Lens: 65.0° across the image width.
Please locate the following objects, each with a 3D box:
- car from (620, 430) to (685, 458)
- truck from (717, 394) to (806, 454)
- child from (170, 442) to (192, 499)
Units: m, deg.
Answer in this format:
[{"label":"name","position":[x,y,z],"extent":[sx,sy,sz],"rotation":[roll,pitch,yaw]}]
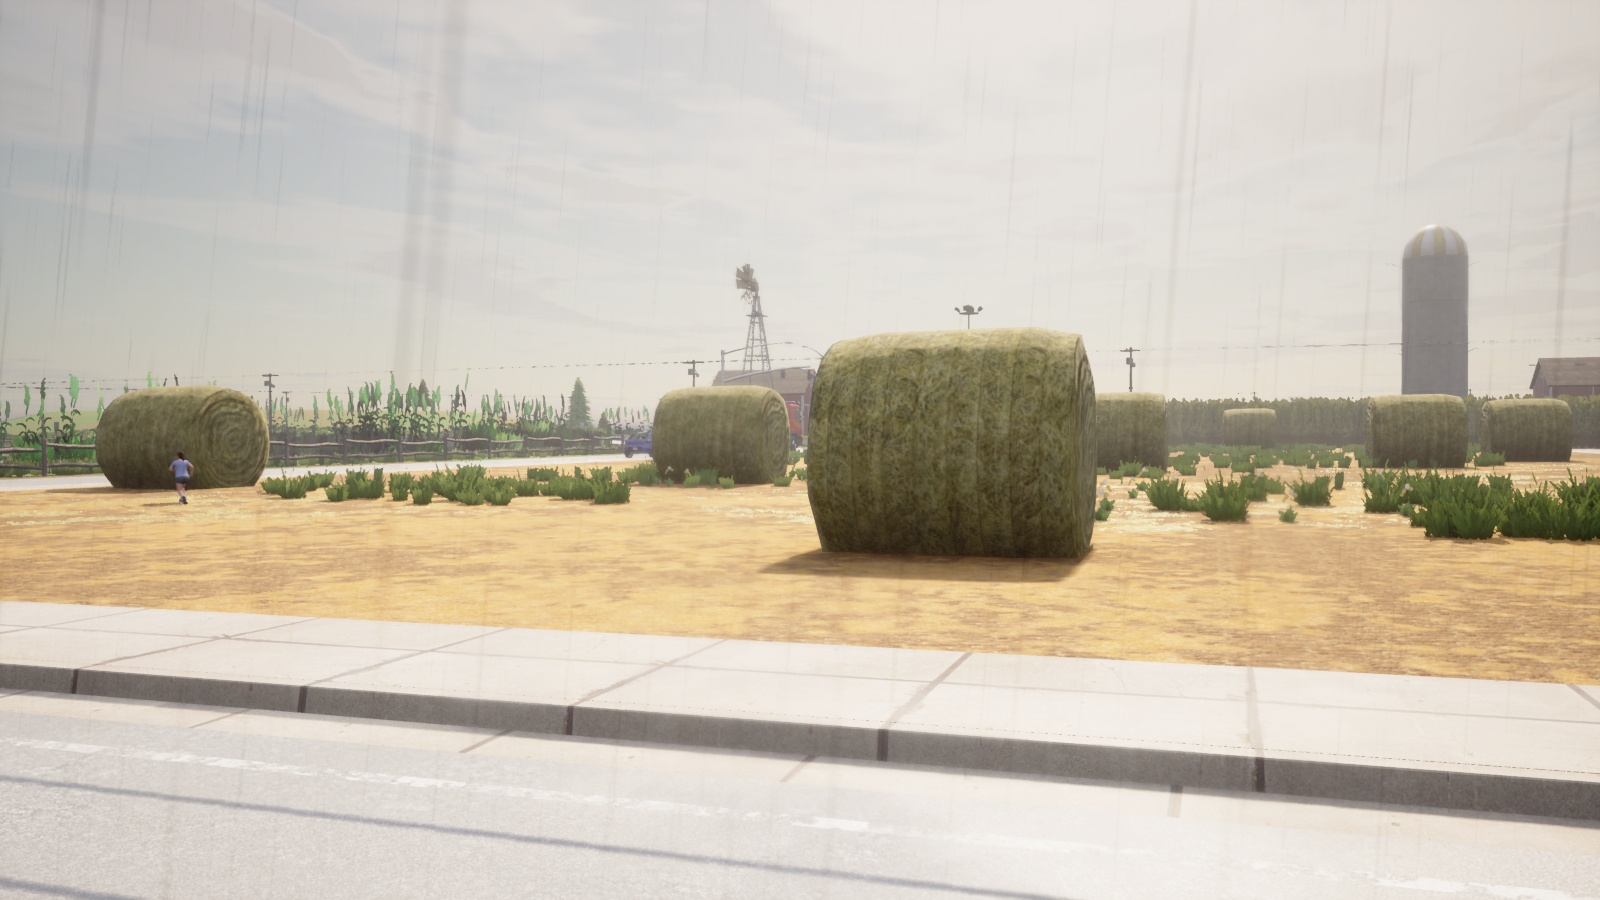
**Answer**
[{"label":"car","position":[-8.255,-0.357,70.618],"extent":[1.816,1.474,4.193],"rotation":[1,1,21]},{"label":"truck","position":[-2.522,-1.747,85.215],"extent":[2.891,3.827,8.468],"rotation":[1,1,22]},{"label":"child","position":[-12.132,0.392,24.605],"extent":[0.394,1.110,0.255],"rotation":[1,1,44]}]
